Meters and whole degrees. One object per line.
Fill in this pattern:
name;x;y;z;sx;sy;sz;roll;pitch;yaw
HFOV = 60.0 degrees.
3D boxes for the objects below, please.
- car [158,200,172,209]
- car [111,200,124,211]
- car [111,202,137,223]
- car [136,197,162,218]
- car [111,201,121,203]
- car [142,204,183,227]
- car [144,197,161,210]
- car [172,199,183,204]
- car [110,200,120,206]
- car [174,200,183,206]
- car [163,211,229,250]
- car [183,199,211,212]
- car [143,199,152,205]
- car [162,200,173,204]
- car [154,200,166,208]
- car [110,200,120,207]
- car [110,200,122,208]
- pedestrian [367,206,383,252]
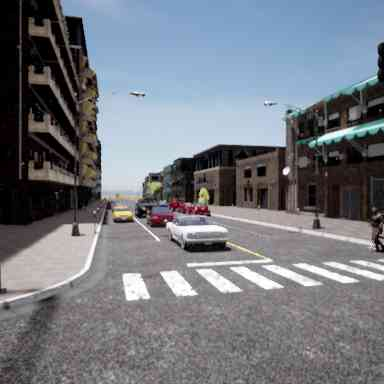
car;-4.888;2.218;59.341;1.752;1.417;4.829;-1;-1;-14
car;-11.617;2.049;51.665;1.967;1.590;4.097;-1;-1;-14
car;-6.141;1.864;29.451;1.752;1.417;4.829;-1;-1;-14
car;-4.875;1.630;35.483;2.150;2.045;5.566;0;-1;-13
car;-7.505;1.958;35.137;2.008;1.369;4.403;-1;-1;-14
car;-2.328;1.847;25.177;1.994;1.385;4.181;0;-1;-15
car;-6.729;1.872;55.649;2.150;2.045;5.566;0;-1;-14
car;-2.100;1.871;48.162;2.192;1.841;5.009;-1;-1;-14
car;-17.109;2.431;73.698;2.008;1.369;4.403;-1;-1;-14
car;-0.722;2.070;42.651;1.802;1.307;4.206;-1;-1;-14
car;0.115;1.768;15.423;1.895;1.301;4.718;0;-1;-14
car;0.672;1.862;37.151;1.967;1.590;4.097;-1;-1;-14
car;-11.762;2.560;86.881;1.752;1.417;4.829;-1;-1;-14
car;-4.270;2.097;46.022;1.994;1.385;4.181;0;-1;-14
car;-6.221;2.340;64.683;1.802;1.307;4.206;-1;-1;-14
car;-15.734;2.357;68.190;1.887;1.381;4.507;-1;-1;-14
car;-14.359;2.310;62.681;1.947;1.339;4.313;-1;-1;-14
pedestrian;7.240;1.425;13.020;0.375;1.860;0.375;-1;0;-14
